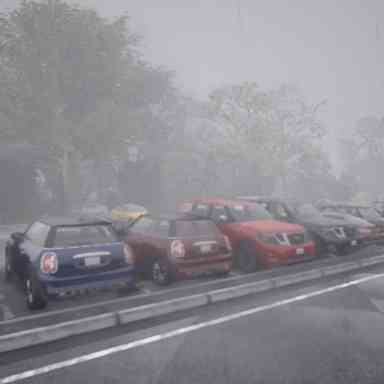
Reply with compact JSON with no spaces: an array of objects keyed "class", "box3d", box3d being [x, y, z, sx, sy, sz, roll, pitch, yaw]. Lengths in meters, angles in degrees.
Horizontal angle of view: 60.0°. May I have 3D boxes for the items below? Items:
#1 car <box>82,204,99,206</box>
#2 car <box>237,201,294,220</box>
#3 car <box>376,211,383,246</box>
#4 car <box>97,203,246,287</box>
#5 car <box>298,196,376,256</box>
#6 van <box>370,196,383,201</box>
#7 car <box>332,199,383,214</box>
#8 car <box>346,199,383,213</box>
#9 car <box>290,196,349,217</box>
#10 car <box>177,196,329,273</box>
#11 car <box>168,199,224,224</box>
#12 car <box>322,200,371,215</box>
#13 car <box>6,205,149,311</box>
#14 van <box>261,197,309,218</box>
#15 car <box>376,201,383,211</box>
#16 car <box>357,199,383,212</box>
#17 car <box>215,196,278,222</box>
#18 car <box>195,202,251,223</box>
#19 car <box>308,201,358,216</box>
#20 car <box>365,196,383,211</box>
[{"class":"car","box3d":[-6.531,1.539,21.930,2.231,1.521,4.892,1,0,-36]},{"class":"car","box3d":[6.919,1.676,31.755,1.946,1.575,5.366,1,0,-36]},{"class":"car","box3d":[5.940,1.628,14.752,2.002,1.452,4.674,1,0,-36]},{"class":"car","box3d":[-0.886,1.391,9.843,2.185,1.767,4.553,1,0,-36]},{"class":"car","box3d":[3.676,1.312,13.104,2.435,2.045,5.566,1,0,-36]},{"class":"van","box3d":[12.716,1.433,19.738,1.878,1.987,4.442,1,0,-36]},{"class":"car","box3d":[20.476,1.780,41.434,1.946,1.575,5.366,0,0,-36]},{"class":"car","box3d":[22.847,1.789,42.893,2.097,1.535,5.008,0,0,-36]},{"class":"car","box3d":[13.822,1.493,36.421,2.435,2.045,5.566,0,0,-36]},{"class":"car","box3d":[1.394,1.289,11.475,2.435,2.045,5.566,1,0,-36]},{"class":"car","box3d":[0.232,1.483,26.790,2.185,1.767,4.553,1,0,-36]},{"class":"car","box3d":[18.345,1.806,39.649,2.163,1.488,4.792,0,0,-36]},{"class":"car","box3d":[-3.168,1.367,8.214,2.185,1.767,4.553,1,0,-36]},{"class":"van","box3d":[9.219,1.476,33.312,1.878,1.987,4.442,1,0,-36]},{"class":"car","box3d":[8.203,1.486,16.410,2.185,1.767,4.553,1,0,-36]},{"class":"car","box3d":[25.108,1.794,44.507,2.231,1.521,4.892,0,0,-36]},{"class":"car","box3d":[4.753,1.404,30.015,2.435,2.045,5.566,1,0,-36]},{"class":"car","box3d":[2.526,1.661,28.354,2.163,1.488,4.792,1,0,-36]},{"class":"car","box3d":[16.046,1.790,38.079,2.163,1.488,4.792,0,0,-36]},{"class":"car","box3d":[27.379,1.544,46.101,2.435,2.045,5.566,0,0,-36]}]
